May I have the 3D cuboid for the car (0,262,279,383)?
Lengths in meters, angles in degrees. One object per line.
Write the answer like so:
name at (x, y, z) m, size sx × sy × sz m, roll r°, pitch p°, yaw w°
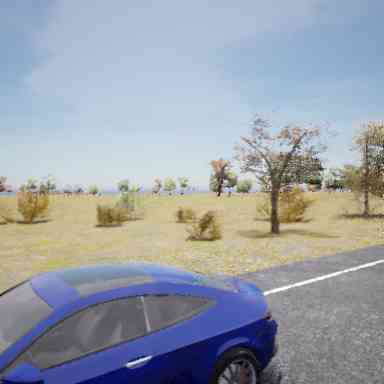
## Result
car at (-1.139, 1.515, 3.177) m, size 4.674 × 1.442 × 1.812 m, roll -1°, pitch 1°, yaw -35°
